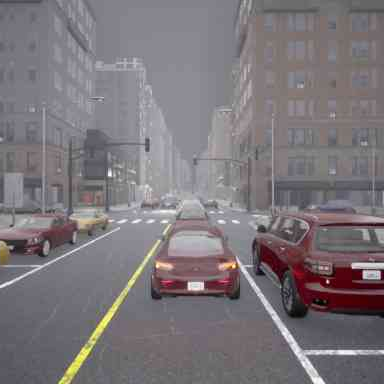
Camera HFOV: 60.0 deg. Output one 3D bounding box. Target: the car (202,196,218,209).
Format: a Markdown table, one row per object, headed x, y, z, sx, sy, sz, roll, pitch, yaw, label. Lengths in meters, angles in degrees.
| x | y | z | sx | sy | sz | roll | pitch | yaw | label |
| --- | --- | --- | --- | --- | --- | --- | --- | --- | --- |
| 2.631 | 1.593 | 45.605 | 1.802 | 1.307 | 4.206 | 1 | 0 | 0 | car |

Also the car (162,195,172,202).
| x | y | z | sx | sy | sz | roll | pitch | yaw | label |
| --- | --- | --- | --- | --- | --- | --- | --- | --- | --- |
| -5.927 | 1.467 | 79.643 | 1.967 | 1.590 | 4.097 | 1 | 0 | 0 | car |

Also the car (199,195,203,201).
| x | y | z | sx | sy | sz | roll | pitch | yaw | label |
| --- | --- | --- | --- | --- | --- | --- | --- | --- | --- |
| 2.620 | 1.597 | 56.952 | 1.802 | 1.307 | 4.206 | 1 | 0 | 0 | car |

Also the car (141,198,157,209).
| x | y | z | sx | sy | sz | roll | pitch | yaw | label |
| --- | --- | --- | --- | --- | --- | --- | --- | --- | --- |
| -5.895 | 1.556 | 45.606 | 1.887 | 1.381 | 4.507 | 1 | 0 | 0 | car |

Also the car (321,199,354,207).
| x | y | z | sx | sy | sz | roll | pitch | yaw | label |
| --- | --- | --- | --- | --- | --- | --- | --- | --- | --- |
| 13.566 | 1.503 | 32.822 | 4.553 | 1.767 | 2.097 | 0 | -1 | 0 | car |

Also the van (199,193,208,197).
| x | y | z | sx | sy | sz | roll | pitch | yaw | label |
| --- | --- | --- | --- | --- | --- | --- | --- | --- | --- |
| 2.616 | 1.359 | 62.626 | 1.690 | 1.788 | 3.998 | 1 | 0 | 0 | van |

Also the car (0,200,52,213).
| x | y | z | sx | sy | sz | roll | pitch | yaw | label |
| --- | --- | --- | --- | --- | --- | --- | --- | --- | --- |
| -14.695 | 1.418 | 29.879 | 5.357 | 1.411 | 2.033 | 1 | -1 | -3 | car |

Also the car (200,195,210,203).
| x | y | z | sx | sy | sz | roll | pitch | yaw | label |
| --- | --- | --- | --- | --- | --- | --- | --- | --- | --- |
| 2.625 | 1.595 | 51.278 | 1.802 | 1.307 | 4.206 | 1 | 0 | 0 | car |

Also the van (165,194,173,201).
| x | y | z | sx | sy | sz | roll | pitch | yaw | label |
| --- | --- | --- | --- | --- | --- | --- | --- | --- | --- |
| -5.932 | 1.372 | 85.316 | 1.690 | 1.788 | 3.998 | 1 | 0 | 0 | van |

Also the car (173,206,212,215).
| x | y | z | sx | sy | sz | roll | pitch | yaw | label |
| --- | --- | --- | --- | --- | --- | --- | --- | --- | --- |
| 0.046 | 1.605 | 17.468 | 1.895 | 1.301 | 4.718 | 0 | 0 | 0 | car |

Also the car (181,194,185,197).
| x | y | z | sx | sy | sz | roll | pitch | yaw | label |
| --- | --- | --- | --- | --- | --- | --- | --- | --- | --- |
| -3.072 | 1.569 | 68.929 | 2.033 | 1.411 | 5.357 | 0 | 0 | 0 | car |

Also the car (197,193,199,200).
| x | y | z | sx | sy | sz | roll | pitch | yaw | label |
| --- | --- | --- | --- | --- | --- | --- | --- | --- | --- |
| 2.611 | 1.335 | 68.299 | 2.192 | 1.841 | 5.009 | 1 | 0 | 0 | car |

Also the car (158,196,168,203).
| x | y | z | sx | sy | sz | roll | pitch | yaw | label |
| --- | --- | --- | --- | --- | --- | --- | --- | --- | --- |
| -5.917 | 1.602 | 68.297 | 1.802 | 1.307 | 4.206 | 1 | 0 | 0 | car |

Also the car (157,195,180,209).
| x | y | z | sx | sy | sz | roll | pitch | yaw | label |
| --- | --- | --- | --- | --- | --- | --- | --- | --- | --- |
| -3.129 | 1.503 | 45.517 | 2.128 | 1.511 | 4.902 | 0 | 0 | 1 | car |

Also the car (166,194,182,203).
| x | y | z | sx | sy | sz | roll | pitch | yaw | label |
| --- | --- | --- | --- | --- | --- | --- | --- | --- | --- |
| -3.143 | 1.562 | 56.124 | 2.033 | 1.411 | 5.357 | 0 | 0 | 0 | car |

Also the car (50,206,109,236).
| x | y | z | sx | sy | sz | roll | pitch | yaw | label |
| --- | --- | --- | --- | --- | --- | --- | --- | --- | --- |
| -5.868 | 1.529 | 18.416 | 1.752 | 1.417 | 4.829 | 1 | 0 | 0 | car |

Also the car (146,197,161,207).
| x | y | z | sx | sy | sz | roll | pitch | yaw | label |
| --- | --- | --- | --- | --- | --- | --- | --- | --- | --- |
| -5.900 | 1.558 | 51.279 | 1.887 | 1.381 | 4.507 | 1 | 0 | 0 | car |

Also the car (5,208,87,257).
| x | y | z | sx | sy | sz | roll | pitch | yaw | label |
| --- | --- | --- | --- | --- | --- | --- | --- | --- | --- |
| -5.862 | 1.548 | 12.962 | 1.887 | 1.381 | 4.507 | 1 | 0 | 0 | car |

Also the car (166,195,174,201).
| x | y | z | sx | sy | sz | roll | pitch | yaw | label |
| --- | --- | --- | --- | --- | --- | --- | --- | --- | --- |
| -5.940 | 1.616 | 90.988 | 1.802 | 1.307 | 4.206 | 1 | 0 | 0 | car |

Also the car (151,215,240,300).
| x | y | z | sx | sy | sz | roll | pitch | yaw | label |
| --- | --- | --- | --- | --- | --- | --- | --- | --- | --- |
| 0.077 | 1.528 | 8.290 | 1.812 | 1.442 | 4.674 | 0 | 0 | 0 | car |

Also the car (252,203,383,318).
| x | y | z | sx | sy | sz | roll | pitch | yaw | label |
| --- | --- | --- | --- | --- | --- | --- | --- | --- | --- |
| 2.671 | 1.317 | 7.337 | 2.192 | 1.841 | 5.009 | 1 | 0 | 0 | car |

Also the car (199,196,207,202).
| x | y | z | sx | sy | sz | roll | pitch | yaw | label |
| --- | --- | --- | --- | --- | --- | --- | --- | --- | --- |
| 2.597 | 1.609 | 79.645 | 1.802 | 1.307 | 4.206 | 1 | 0 | 0 | car |

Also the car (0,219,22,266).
| x | y | z | sx | sy | sz | roll | pitch | yaw | label |
| --- | --- | --- | --- | --- | --- | --- | --- | --- | --- |
| -5.856 | 1.527 | 7.167 | 1.752 | 1.417 | 4.829 | 1 | 0 | 0 | car |
